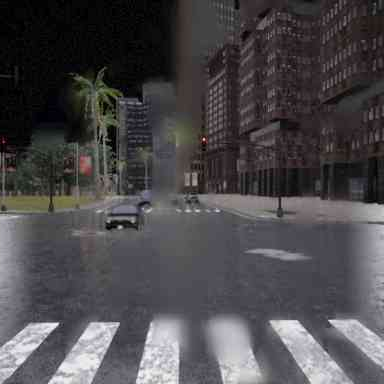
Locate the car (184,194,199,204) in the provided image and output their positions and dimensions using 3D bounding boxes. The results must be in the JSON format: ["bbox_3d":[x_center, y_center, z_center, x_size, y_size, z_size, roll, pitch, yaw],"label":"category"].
[{"bbox_3d":[-0.060,1.076,51.021,1.837,1.490,4.892,0,1,-7],"label":"car"}]

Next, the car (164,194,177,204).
[{"bbox_3d":[-3.327,1.060,50.925,2.128,1.511,4.902,0,1,-7],"label":"car"}]

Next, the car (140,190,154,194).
[{"bbox_3d":[-7.982,0.676,59.431,2.150,2.045,5.566,0,1,-8],"label":"car"}]

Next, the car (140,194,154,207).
[{"bbox_3d":[-5.862,1.260,43.239,1.895,1.301,4.718,0,1,-6],"label":"car"}]

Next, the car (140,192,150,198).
[{"bbox_3d":[-10.711,0.665,75.587,1.994,1.385,4.181,0,1,-11],"label":"car"}]

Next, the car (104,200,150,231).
[{"bbox_3d":[-3.948,1.475,20.375,2.033,1.411,5.357,0,0,-3],"label":"car"}]
